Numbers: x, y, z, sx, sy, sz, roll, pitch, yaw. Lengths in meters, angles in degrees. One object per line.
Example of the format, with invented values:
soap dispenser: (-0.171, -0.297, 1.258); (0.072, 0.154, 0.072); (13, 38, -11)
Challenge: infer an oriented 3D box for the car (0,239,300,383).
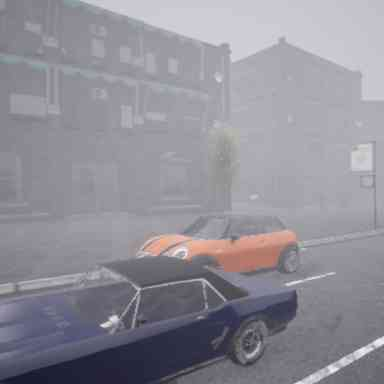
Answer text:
car: (-0.850, 1.604, 4.208); (4.718, 1.301, 1.895); (0, 0, -36)

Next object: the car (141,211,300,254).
car: (0.777, 1.359, 8.848); (4.553, 1.767, 2.097); (0, 0, -36)
